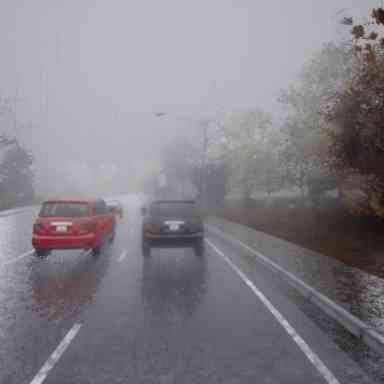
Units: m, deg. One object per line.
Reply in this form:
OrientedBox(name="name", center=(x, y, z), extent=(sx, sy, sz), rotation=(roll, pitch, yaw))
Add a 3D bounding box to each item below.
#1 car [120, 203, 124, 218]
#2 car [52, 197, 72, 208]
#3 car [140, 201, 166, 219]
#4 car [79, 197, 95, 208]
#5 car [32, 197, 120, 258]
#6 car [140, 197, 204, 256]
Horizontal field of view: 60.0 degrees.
OrientedBox(name="car", center=(-7.143, 1.506, 29.978), extent=(1.812, 1.442, 4.674), rotation=(0, 0, -12))
OrientedBox(name="car", center=(-18.843, 1.461, 48.306), extent=(2.128, 1.511, 4.902), rotation=(0, 0, -14))
OrientedBox(name="car", center=(-3.599, 1.542, 30.089), extent=(1.994, 1.385, 4.181), rotation=(0, 0, -12))
OrientedBox(name="car", center=(-15.455, 1.515, 49.186), extent=(2.033, 1.411, 5.357), rotation=(0, 0, -14))
OrientedBox(name="car", center=(-4.335, 1.218, 13.030), extent=(2.150, 2.045, 5.566), rotation=(0, 0, -6))
OrientedBox(name="car", center=(-0.848, 1.214, 13.317), extent=(2.150, 2.045, 5.566), rotation=(0, 0, -6))
